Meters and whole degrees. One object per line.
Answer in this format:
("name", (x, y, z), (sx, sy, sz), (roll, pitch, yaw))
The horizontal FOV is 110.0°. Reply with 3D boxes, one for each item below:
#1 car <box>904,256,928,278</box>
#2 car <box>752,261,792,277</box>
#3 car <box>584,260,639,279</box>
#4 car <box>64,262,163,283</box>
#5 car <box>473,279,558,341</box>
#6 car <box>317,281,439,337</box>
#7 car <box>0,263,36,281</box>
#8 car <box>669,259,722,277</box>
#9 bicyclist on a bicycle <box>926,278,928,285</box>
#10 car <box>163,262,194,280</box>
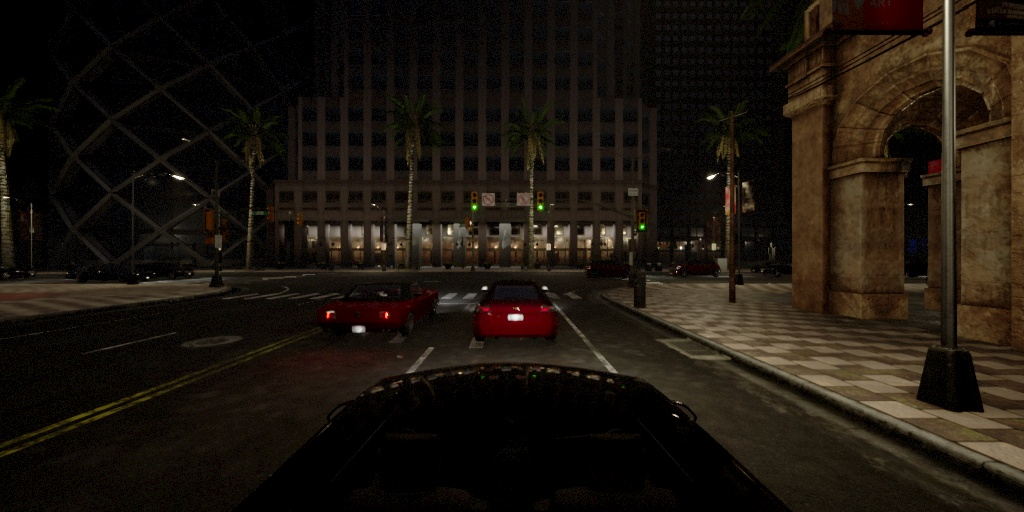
("car", (34.192, 0.974, 31.318), (5.566, 2.045, 2.150), (0, 0, 0))
("car", (26.903, 1.245, 35.037), (4.902, 1.511, 2.128), (0, 0, 0))
("car", (8.668, 1.105, 31.388), (4.553, 1.767, 2.097), (0, 0, 0))
("car", (-30.997, 1.300, 27.773), (5.357, 1.411, 2.033), (0, 0, -3))
("car", (0.082, 1.315, 9.860), (1.994, 1.385, 4.181), (0, 0, 0))
("car", (-3.419, 1.352, 10.261), (1.895, 1.301, 4.718), (0, 0, 0))
("car", (-41.841, 1.245, 28.602), (4.902, 1.511, 2.128), (0, 0, -24))
("car", (17.809, 1.105, 35.062), (4.553, 1.767, 2.097), (0, 0, 0))
("bicyclist on a bicycle", (24.674, 1.052, 20.562), (0.582, 1.620, 1.656), (0, 0, 0))
("car", (-30.460, 1.279, 31.151), (4.674, 1.442, 1.812), (0, 0, -4))
